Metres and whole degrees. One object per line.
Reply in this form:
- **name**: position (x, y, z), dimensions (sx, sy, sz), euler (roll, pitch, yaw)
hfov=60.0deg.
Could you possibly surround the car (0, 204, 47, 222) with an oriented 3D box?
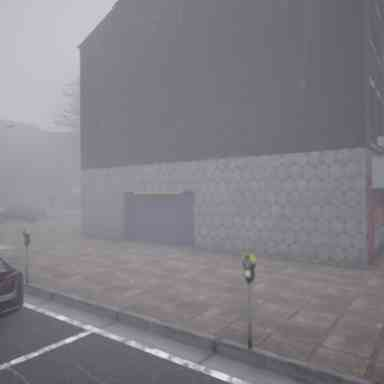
- **car**: position (-15.772, 1.817, 29.634), dimensions (2.033, 1.411, 5.357), euler (-1, -1, 36)

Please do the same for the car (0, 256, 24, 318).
- **car**: position (-4.890, 1.605, 6.303), dimensions (4.313, 1.339, 1.947), euler (0, 0, 36)
